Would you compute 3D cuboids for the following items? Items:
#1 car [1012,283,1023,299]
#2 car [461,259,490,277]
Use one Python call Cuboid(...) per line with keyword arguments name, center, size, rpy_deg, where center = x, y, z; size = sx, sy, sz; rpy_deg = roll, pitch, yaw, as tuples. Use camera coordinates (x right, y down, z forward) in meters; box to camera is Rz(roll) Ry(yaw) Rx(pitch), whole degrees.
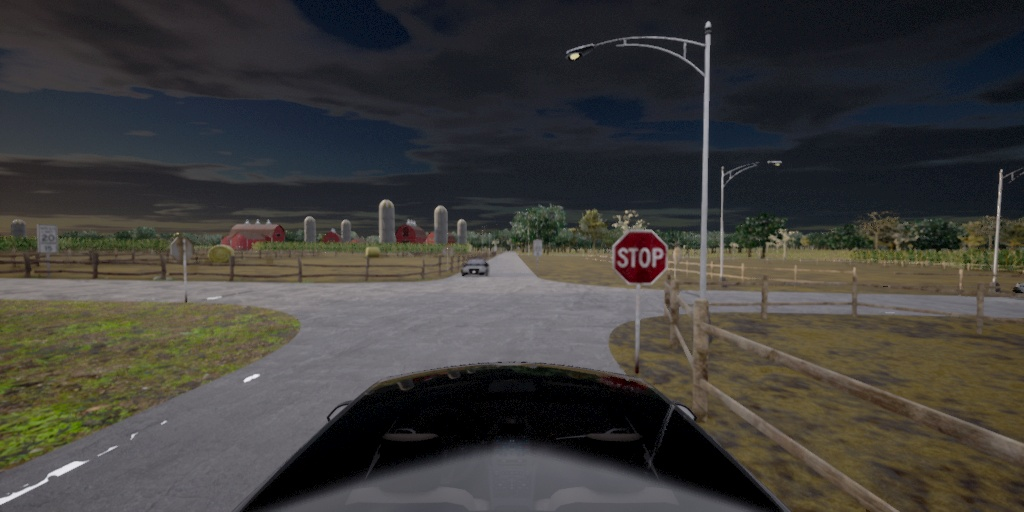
Cuboid(name="car", center=(28.045, 1.639, 17.888), size=(4.181, 1.385, 1.994), rpy_deg=(1, 2, 0))
Cuboid(name="car", center=(-2.736, 0.899, 27.875), size=(1.994, 1.385, 4.181), rpy_deg=(0, 2, 0))
